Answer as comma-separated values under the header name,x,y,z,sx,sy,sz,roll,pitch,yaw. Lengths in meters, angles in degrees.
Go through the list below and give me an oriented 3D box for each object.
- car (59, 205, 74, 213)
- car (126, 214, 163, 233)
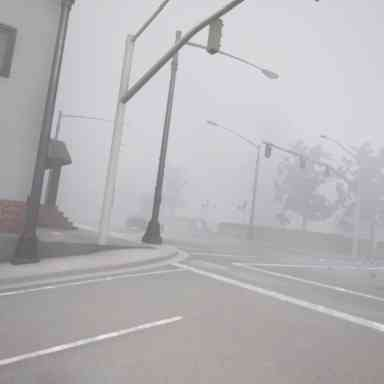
name,x,y,z,sx,sy,sz,roll,pitch,yaw
car,-19.915,2.760,52.335,1.812,1.442,4.674,10,-6,-35
car,-4.443,2.854,30.968,2.128,1.511,4.902,10,-6,-35
